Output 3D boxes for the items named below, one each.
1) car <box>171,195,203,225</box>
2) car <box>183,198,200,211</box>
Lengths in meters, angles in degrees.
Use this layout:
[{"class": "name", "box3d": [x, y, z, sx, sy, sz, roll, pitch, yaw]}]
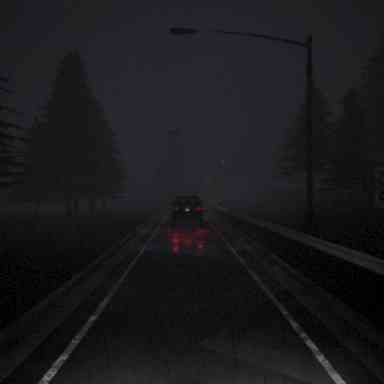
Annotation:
[{"class": "car", "box3d": [-0.358, 1.242, 24.265, 2.150, 2.045, 5.566, 0, 0, -1]}, {"class": "car", "box3d": [0.004, 1.560, 42.667, 1.812, 1.442, 4.674, 0, 0, 6]}]
